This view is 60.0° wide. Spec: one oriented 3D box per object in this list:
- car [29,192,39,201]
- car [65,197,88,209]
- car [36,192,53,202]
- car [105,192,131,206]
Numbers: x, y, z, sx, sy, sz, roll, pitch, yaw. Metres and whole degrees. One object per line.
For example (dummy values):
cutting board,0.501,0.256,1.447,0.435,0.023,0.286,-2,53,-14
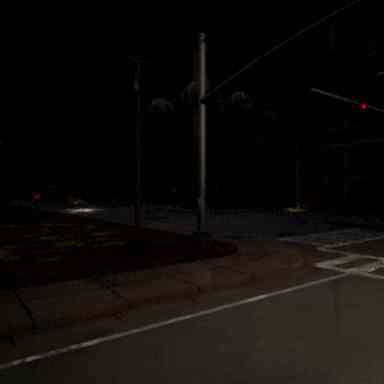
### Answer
car,-38.230,1.052,81.238,2.150,2.045,5.566,0,0,-37
car,-15.512,1.404,44.595,1.882,1.535,5.008,-1,0,-36
car,-32.031,1.414,72.872,1.882,1.535,5.008,0,0,-37
car,-11.558,1.074,52.231,3.866,1.878,1.905,-2,5,11
